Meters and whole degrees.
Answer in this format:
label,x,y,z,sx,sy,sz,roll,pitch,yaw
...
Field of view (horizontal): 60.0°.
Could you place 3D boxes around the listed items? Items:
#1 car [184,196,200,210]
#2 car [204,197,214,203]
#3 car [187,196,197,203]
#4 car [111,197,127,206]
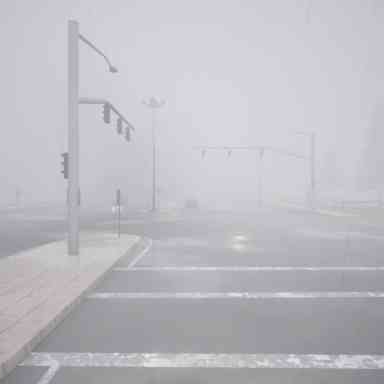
label,x,y,z,sx,sy,sz,roll,pitch,yaw
car,-0.037,1.526,43.480,1.812,1.442,4.674,0,0,0
car,3.441,1.601,68.949,1.895,1.301,4.718,0,0,0
car,-0.059,1.564,68.915,1.994,1.385,4.181,0,0,0
car,-11.625,1.491,53.321,2.128,1.511,4.902,0,0,0
